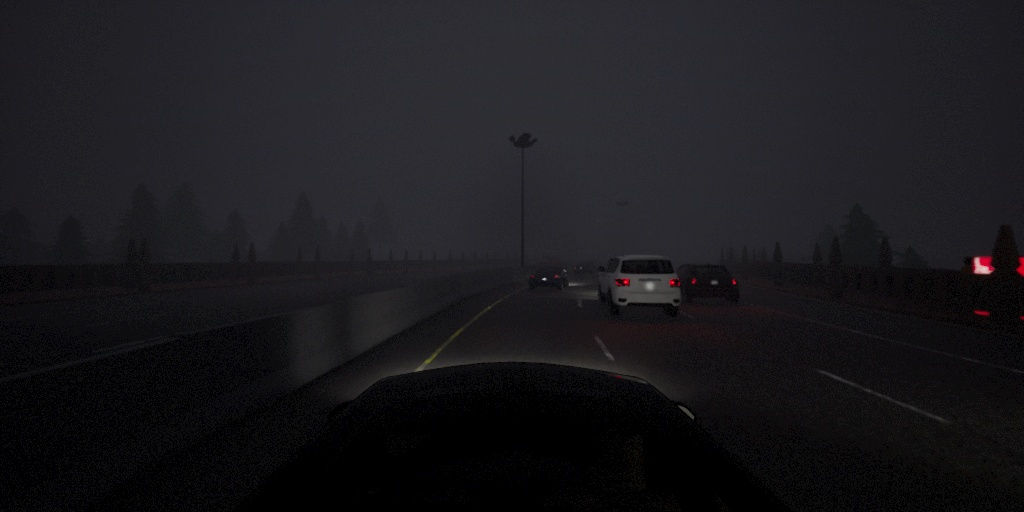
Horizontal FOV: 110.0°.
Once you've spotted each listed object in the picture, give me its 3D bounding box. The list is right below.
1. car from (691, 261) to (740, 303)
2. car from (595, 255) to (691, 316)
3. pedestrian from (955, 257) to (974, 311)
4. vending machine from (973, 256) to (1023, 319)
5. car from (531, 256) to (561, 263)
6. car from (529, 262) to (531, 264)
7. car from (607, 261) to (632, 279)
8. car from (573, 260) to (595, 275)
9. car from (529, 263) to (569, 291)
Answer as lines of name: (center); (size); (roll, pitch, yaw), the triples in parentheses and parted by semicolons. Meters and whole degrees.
car: (8.765, 1.116, 16.953); (2.097, 1.767, 4.553); (0, 0, 10)
car: (4.614, 0.979, 13.657); (2.150, 2.045, 5.566); (0, 0, 8)
pedestrian: (15.593, 0.932, 12.198); (0.375, 1.860, 0.375); (1, -1, 9)
vending machine: (15.564, 0.988, 11.243); (1.100, 2.100, 0.880); (0, 0, 8)
car: (5.722, 1.008, 56.076); (2.150, 2.045, 5.566); (0, 0, 33)
car: (4.658, 1.280, 60.766); (1.882, 1.535, 5.008); (0, 0, 34)
car: (10.370, 1.256, 34.413); (1.837, 1.490, 4.892); (0, 0, 22)
car: (8.207, 1.312, 39.319); (2.033, 1.411, 5.357); (0, 0, 25)
car: (2.373, 1.316, 22.419); (1.994, 1.385, 4.181); (0, 0, 15)
